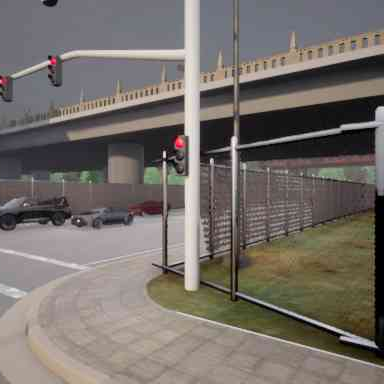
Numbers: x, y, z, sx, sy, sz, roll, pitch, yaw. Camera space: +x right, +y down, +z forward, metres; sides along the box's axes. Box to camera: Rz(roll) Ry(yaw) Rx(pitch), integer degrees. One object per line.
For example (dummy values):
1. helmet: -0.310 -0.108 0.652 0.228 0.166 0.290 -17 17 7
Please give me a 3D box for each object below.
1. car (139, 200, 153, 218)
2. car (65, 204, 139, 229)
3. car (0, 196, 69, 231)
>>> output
1. car: -3.989 1.531 31.003 1.882 1.535 5.008 0 0 35
2. car: -5.897 1.617 22.254 1.994 1.385 4.181 0 0 35
3. car: -10.616 1.274 21.658 2.150 2.045 5.566 0 0 36
